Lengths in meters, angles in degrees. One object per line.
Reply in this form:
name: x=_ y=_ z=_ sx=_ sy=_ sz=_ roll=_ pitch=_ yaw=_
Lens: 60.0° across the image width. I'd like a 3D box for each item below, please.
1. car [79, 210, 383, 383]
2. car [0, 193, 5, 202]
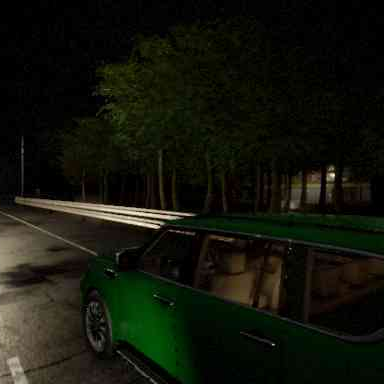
car: x=0.621 y=1.224 z=3.683 sx=2.150 sy=2.045 sz=5.566 roll=0 pitch=0 yaw=-38
car: x=-40.098 y=1.101 z=68.065 sx=2.150 sy=2.045 sz=5.566 roll=0 pitch=0 yaw=-14
